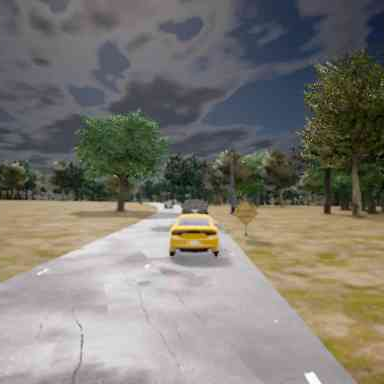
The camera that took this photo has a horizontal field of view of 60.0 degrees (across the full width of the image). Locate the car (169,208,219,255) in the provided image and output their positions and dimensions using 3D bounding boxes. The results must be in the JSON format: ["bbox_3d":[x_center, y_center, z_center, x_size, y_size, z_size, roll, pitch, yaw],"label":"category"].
[{"bbox_3d":[0.112,1.683,14.238,1.882,1.535,5.008,0,-1,1],"label":"car"}]

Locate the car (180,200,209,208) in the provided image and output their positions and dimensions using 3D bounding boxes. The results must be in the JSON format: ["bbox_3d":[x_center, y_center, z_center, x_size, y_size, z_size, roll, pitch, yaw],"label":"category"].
[{"bbox_3d":[0.225,1.661,27.569,2.150,2.045,5.566,0,-1,0],"label":"car"}]

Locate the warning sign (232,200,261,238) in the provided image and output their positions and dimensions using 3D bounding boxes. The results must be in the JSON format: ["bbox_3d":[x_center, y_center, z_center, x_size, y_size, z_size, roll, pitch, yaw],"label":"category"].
[{"bbox_3d":[2.756,1.369,17.089,1.300,1.860,1.060,-1,-2,1],"label":"warning sign"}]

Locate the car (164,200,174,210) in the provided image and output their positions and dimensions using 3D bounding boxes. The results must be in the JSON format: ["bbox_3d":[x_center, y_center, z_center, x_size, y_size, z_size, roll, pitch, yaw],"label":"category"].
[{"bbox_3d":[-4.521,2.607,64.422,2.128,1.511,4.902,0,-1,-5],"label":"car"}]
